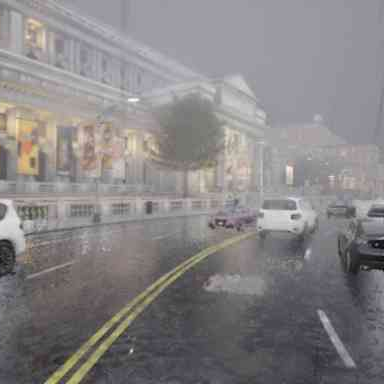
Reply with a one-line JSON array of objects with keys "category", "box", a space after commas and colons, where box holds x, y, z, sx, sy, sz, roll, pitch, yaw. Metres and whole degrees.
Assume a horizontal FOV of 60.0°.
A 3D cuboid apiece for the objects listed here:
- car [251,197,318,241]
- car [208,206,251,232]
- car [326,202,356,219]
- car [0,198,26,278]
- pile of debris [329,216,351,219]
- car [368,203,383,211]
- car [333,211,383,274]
[{"category": "car", "box": [5.092, 1.272, 17.374, 2.150, 2.045, 5.566, 0, 0, 28]}, {"category": "car", "box": [2.635, 1.589, 20.506, 1.994, 1.385, 4.181, 1, 0, 31]}, {"category": "car", "box": [13.623, 1.630, 30.269, 2.128, 1.511, 4.902, 1, 0, 35]}, {"category": "car", "box": [-6.154, 1.156, 7.228, 2.150, 2.045, 5.566, 0, 0, 11]}, {"category": "pile of debris", "box": [13.454, 2.313, 30.237, 1.500, 0.140, 1.860, 1, 0, 35]}, {"category": "car", "box": [15.023, 1.659, 26.128, 1.837, 1.490, 4.892, 1, 0, 34]}, {"category": "car", "box": [5.733, 1.564, 10.446, 1.837, 1.490, 4.892, 0, 0, 19]}]
